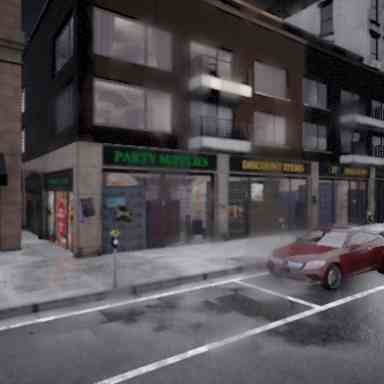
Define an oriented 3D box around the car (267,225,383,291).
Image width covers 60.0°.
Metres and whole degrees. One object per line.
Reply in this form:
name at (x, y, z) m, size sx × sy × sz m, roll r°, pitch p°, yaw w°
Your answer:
car at (3.870, 1.581, 8.946) m, size 4.206 × 1.307 × 1.802 m, roll 0°, pitch 0°, yaw -35°
